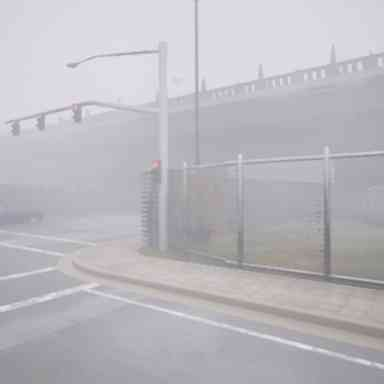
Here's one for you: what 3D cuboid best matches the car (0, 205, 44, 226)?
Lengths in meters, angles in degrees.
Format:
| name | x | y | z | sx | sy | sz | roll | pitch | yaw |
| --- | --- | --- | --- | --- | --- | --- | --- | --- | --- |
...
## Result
| name | x | y | z | sx | sy | sz | roll | pitch | yaw |
| --- | --- | --- | --- | --- | --- | --- | --- | --- | --- |
| car | -13.357 | 1.732 | 24.141 | 1.882 | 1.535 | 5.008 | 0 | 1 | 35 |
